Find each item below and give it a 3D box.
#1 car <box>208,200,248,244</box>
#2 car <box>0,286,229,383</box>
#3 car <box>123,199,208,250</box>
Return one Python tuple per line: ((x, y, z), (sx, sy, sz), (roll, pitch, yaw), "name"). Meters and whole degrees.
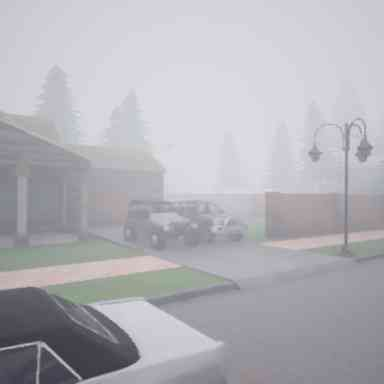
((0.433, 1.287, 15.654), (1.932, 1.855, 4.605), (1, 0, -36), "car")
((-2.060, 1.597, 2.516), (4.718, 1.301, 1.895), (1, 0, -35), "car")
((-1.382, 1.258, 13.872), (1.905, 1.878, 3.866), (1, 0, -36), "car")
